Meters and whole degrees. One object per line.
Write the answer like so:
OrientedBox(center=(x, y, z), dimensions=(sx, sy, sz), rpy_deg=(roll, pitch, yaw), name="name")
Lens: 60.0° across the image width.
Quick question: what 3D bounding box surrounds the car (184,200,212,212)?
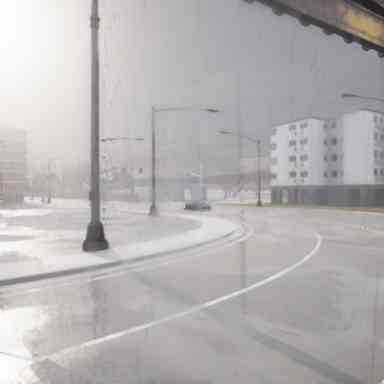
OrientedBox(center=(0.709, 1.748, 42.274), dimensions=(1.994, 1.385, 4.181), rpy_deg=(0, 0, -33), name="car")
